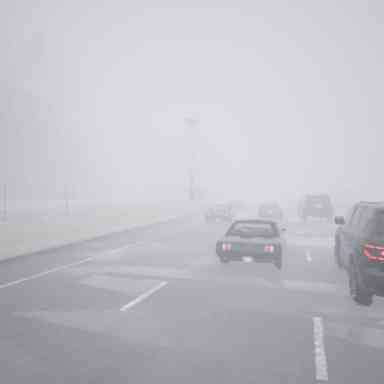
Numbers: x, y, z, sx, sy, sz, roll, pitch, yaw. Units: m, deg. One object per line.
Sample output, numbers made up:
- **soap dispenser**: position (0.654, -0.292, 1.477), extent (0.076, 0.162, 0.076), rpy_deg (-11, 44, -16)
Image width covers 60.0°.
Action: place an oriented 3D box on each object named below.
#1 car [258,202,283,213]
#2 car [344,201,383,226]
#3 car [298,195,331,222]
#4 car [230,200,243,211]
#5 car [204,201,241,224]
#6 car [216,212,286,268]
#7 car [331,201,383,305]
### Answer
- **car**: position (6.680, 1.578, 28.488), extent (1.994, 1.385, 4.181), rpy_deg (0, 0, 12)
- **car**: position (13.070, 1.517, 24.942), extent (2.128, 1.511, 4.902), rpy_deg (0, 0, 13)
- **car**: position (10.024, 1.241, 27.259), extent (2.150, 2.045, 5.566), rpy_deg (0, 0, 12)
- **car**: position (5.226, 1.613, 40.009), extent (1.895, 1.301, 4.718), rpy_deg (0, 0, 9)
- **car**: position (2.276, 1.606, 24.847), extent (1.895, 1.301, 4.718), rpy_deg (0, 0, 13)
- **car**: position (2.244, 1.605, 11.475), extent (1.895, 1.301, 4.718), rpy_deg (0, 0, 17)
- **car**: position (4.780, 1.230, 7.903), extent (2.150, 2.045, 5.566), rpy_deg (0, 0, 18)
